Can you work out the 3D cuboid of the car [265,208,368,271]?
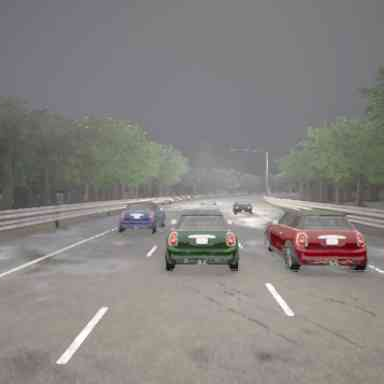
[{"bbox_3d":[3.826,1.357,11.073,2.097,1.767,4.553,0,0,1],"label":"car"}]

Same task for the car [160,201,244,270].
[{"bbox_3d":[0.328,1.353,11.169,2.097,1.767,4.553,0,0,1],"label":"car"}]

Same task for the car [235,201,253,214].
[{"bbox_3d":[5.296,1.603,35.298,1.895,1.301,4.718,0,0,5],"label":"car"}]

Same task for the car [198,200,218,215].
[{"bbox_3d":[1.770,1.600,35.174,1.895,1.301,4.718,0,0,5],"label":"car"}]

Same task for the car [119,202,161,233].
[{"bbox_3d":[-2.817,1.350,19.768,2.097,1.767,4.553,0,0,3],"label":"car"}]
